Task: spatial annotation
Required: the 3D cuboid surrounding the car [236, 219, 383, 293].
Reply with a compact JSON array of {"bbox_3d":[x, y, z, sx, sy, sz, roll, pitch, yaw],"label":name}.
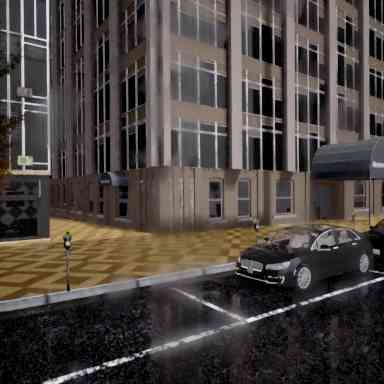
[{"bbox_3d":[3.091,1.549,8.784,4.403,1.369,2.008,0,-1,-36],"label":"car"}]
